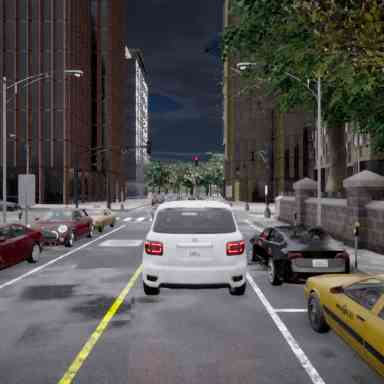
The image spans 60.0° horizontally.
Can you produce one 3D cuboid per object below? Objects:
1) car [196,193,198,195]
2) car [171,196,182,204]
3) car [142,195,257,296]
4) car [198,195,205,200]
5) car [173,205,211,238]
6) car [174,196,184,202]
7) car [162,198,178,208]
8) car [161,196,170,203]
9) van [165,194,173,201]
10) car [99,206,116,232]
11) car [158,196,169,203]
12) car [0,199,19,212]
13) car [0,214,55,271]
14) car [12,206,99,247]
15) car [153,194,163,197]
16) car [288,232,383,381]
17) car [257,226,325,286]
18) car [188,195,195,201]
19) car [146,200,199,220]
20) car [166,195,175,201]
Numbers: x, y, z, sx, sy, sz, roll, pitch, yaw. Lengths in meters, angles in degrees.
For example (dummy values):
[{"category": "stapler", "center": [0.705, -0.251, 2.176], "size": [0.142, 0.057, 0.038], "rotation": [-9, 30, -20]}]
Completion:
[{"category": "car", "center": [-0.045, 1.551, 78.675], "size": [1.812, 1.442, 4.674], "rotation": [0, 0, 0]}, {"category": "car", "center": [-3.060, 1.583, 66.976], "size": [1.994, 1.385, 4.181], "rotation": [0, 0, 1]}, {"category": "car", "center": [0.061, 1.222, 8.819], "size": [2.150, 2.045, 5.566], "rotation": [0, 0, 0]}, {"category": "car", "center": [2.707, 1.564, 95.781], "size": [1.752, 1.417, 4.829], "rotation": [0, 0, 0]}, {"category": "car", "center": [0.013, 1.527, 18.464], "size": [1.812, 1.442, 4.674], "rotation": [0, 0, 1]}, {"category": "car", "center": [-3.044, 1.558, 77.315], "size": [2.033, 1.411, 5.357], "rotation": [0, 0, 0]}, {"category": "car", "center": [-3.123, 1.574, 48.106], "size": [1.994, 1.385, 4.181], "rotation": [0, 0, 0]}, {"category": "car", "center": [-5.805, 1.548, 73.686], "size": [1.752, 1.417, 4.829], "rotation": [0, 0, 0]}, {"category": "van", "center": [-5.812, 1.372, 84.731], "size": [1.690, 1.788, 3.998], "rotation": [0, 0, 0]}, {"category": "car", "center": [-5.776, 1.527, 19.965], "size": [1.752, 1.417, 4.829], "rotation": [0, 0, 0]}, {"category": "car", "center": [-5.802, 1.602, 68.418], "size": [1.802, 1.307, 4.206], "rotation": [0, 0, 0]}, {"category": "car", "center": [-19.189, 1.203, 31.530], "size": [5.357, 1.411, 2.033], "rotation": [1, 0, -5]}, {"category": "car", "center": [-5.770, 1.545, 9.221], "size": [1.887, 1.381, 4.507], "rotation": [0, 0, 0]}, {"category": "car", "center": [-5.773, 1.441, 14.679], "size": [1.967, 1.590, 4.097], "rotation": [0, 0, 0]}, {"category": "car", "center": [-5.797, 1.329, 57.543], "size": [2.192, 1.841, 5.009], "rotation": [0, 0, 0]}, {"category": "car", "center": [2.758, 1.525, 3.941], "size": [1.752, 1.417, 4.829], "rotation": [0, 0, 0]}, {"category": "car", "center": [2.756, 1.566, 9.228], "size": [1.947, 1.339, 4.313], "rotation": [0, 0, 0]}, {"category": "car", "center": [-0.050, 1.533, 88.581], "size": [1.837, 1.490, 4.892], "rotation": [0, 0, 0]}, {"category": "car", "center": [-1.574, 1.507, 28.917], "size": [1.837, 1.490, 4.892], "rotation": [-2, -2, 36]}, {"category": "car", "center": [-5.815, 1.585, 90.169], "size": [2.008, 1.369, 4.403], "rotation": [0, 0, 0]}]
